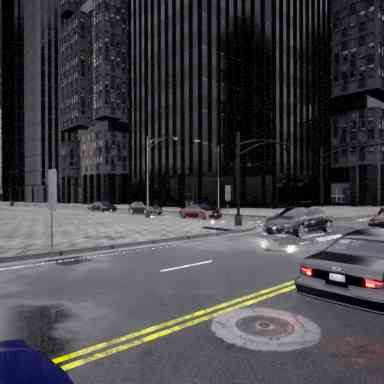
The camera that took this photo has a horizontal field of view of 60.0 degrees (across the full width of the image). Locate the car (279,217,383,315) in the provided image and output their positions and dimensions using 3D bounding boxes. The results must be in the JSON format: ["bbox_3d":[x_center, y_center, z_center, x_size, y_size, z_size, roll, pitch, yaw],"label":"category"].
[{"bbox_3d":[4.412,1.547,7.508,5.357,1.411,2.033,0,0,-42],"label":"car"}]

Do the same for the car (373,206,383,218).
[{"bbox_3d":[11.792,1.550,18.757,5.357,1.411,2.033,0,0,-42],"label":"car"}]

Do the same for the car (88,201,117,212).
[{"bbox_3d":[-11.945,1.929,44.087,2.033,1.411,5.357,0,0,-42],"label":"car"}]

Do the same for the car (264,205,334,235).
[{"bbox_3d":[5.793,1.507,17.755,4.892,1.490,1.837,0,0,-42],"label":"car"}]

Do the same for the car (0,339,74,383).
[{"bbox_3d":[-2.676,1.601,1.154,4.718,1.301,1.895,0,0,-42],"label":"car"}]

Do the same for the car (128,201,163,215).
[{"bbox_3d":[-5.151,1.781,36.486,1.837,1.490,4.892,0,0,-42],"label":"car"}]

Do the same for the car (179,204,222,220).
[{"bbox_3d":[0.697,1.750,29.944,1.994,1.385,4.181,0,0,-43],"label":"car"}]
